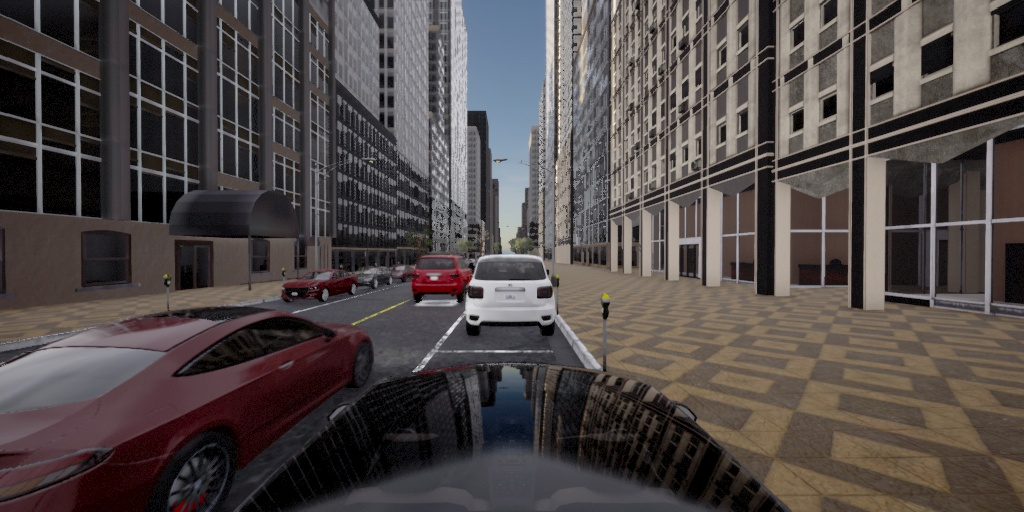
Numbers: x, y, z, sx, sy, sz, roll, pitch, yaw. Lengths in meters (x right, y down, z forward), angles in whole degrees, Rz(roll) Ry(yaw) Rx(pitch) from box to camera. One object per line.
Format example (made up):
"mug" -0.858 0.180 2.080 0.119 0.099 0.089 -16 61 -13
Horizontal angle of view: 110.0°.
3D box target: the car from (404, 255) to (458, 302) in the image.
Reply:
"car" -3.136 0.972 17.171 2.150 2.045 5.566 0 0 0

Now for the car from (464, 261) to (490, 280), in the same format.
"car" -3.124 1.251 33.093 1.837 1.490 4.892 0 1 1

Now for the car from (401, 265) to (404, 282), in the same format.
"car" -8.837 1.327 28.206 1.802 1.307 4.207 0 0 0

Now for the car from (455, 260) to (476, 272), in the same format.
"car" -6.157 1.289 48.102 2.033 1.411 5.357 0 0 0

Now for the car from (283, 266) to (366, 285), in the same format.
"car" -8.837 1.292 16.839 1.888 1.381 4.507 0 0 0

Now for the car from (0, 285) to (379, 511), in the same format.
"car" -3.146 1.275 3.883 1.812 1.442 4.674 0 0 0

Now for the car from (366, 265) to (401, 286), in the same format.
"car" -8.838 1.297 22.523 2.007 1.370 4.403 0 0 0

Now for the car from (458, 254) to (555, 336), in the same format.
"car" -0.039 0.976 10.531 2.150 2.045 5.566 0 0 0
